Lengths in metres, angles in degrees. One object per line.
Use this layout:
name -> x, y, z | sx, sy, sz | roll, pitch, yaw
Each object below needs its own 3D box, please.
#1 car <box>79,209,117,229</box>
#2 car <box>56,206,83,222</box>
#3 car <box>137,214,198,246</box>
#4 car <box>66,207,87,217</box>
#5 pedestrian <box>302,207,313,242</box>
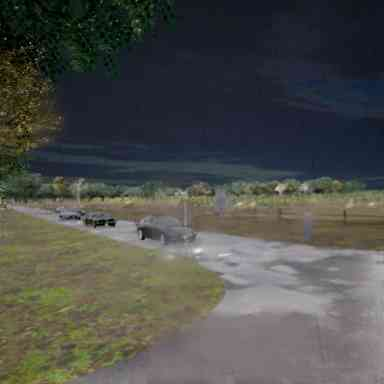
car -> -8.208, 2.464, 29.410 | 1.895, 1.301, 4.718 | -1, -1, -32
car -> -14.504, 2.726, 39.621 | 1.994, 1.385, 4.181 | -1, -1, -31
car -> -1.501, 2.039, 18.589 | 1.837, 1.490, 4.892 | -1, 0, -32
car -> -17.275, 2.984, 49.634 | 1.895, 1.301, 4.718 | -1, -1, -32
pedestrian -> 6.145, 1.685, 17.588 | 0.375, 1.860, 0.375 | -2, 1, -32
